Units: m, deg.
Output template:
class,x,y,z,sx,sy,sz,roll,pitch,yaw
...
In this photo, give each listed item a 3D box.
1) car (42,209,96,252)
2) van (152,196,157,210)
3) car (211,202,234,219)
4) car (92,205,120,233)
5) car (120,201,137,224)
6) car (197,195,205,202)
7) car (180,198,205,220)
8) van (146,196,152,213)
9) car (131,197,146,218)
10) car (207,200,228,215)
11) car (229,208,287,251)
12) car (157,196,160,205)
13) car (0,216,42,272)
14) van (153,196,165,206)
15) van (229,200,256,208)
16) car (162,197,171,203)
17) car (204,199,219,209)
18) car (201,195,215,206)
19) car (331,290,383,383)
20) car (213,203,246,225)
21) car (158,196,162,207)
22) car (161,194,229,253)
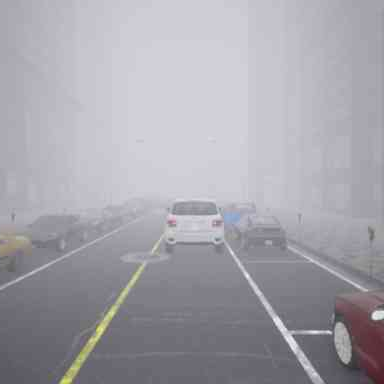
class,x,y,z,sx,sy,sz,roll,pitch,yaw
car,-5.768,1.605,14.088,1.947,1.339,4.313,0,0,0
van,-5.776,1.473,42.272,1.690,1.788,3.998,0,0,0
car,2.752,1.675,31.016,1.802,1.307,4.206,0,0,0
car,-5.769,1.638,19.725,1.802,1.307,4.206,0,0,0
car,-5.771,1.640,25.362,1.947,1.339,4.313,0,0,0
car,2.363,1.673,88.663,2.097,1.767,4.553,0,0,0
car,0.077,1.442,30.059,2.097,1.767,4.553,0,0,0
van,-5.775,1.453,36.635,1.690,1.788,3.998,0,0,0
car,-5.773,1.533,30.999,1.967,1.590,4.097,0,0,0
car,2.751,1.663,36.653,2.008,1.369,4.403,0,0,0
car,2.757,1.590,14.107,2.008,1.369,4.403,0,0,0
car,-5.779,1.488,53.544,2.192,1.841,5.009,0,0,0
car,-5.766,1.548,8.282,1.752,1.417,4.829,0,0,0
van,-5.781,1.536,59.180,1.690,1.788,3.998,0,0,0
van,2.755,1.397,19.744,1.690,1.788,3.998,0,0,0
car,-5.785,1.809,76.090,1.887,1.381,4.507,0,0,0
car,2.748,1.698,47.925,1.887,1.381,4.507,0,0,0
car,2.744,1.511,59.198,2.192,1.841,5.009,0,0,0
car,2.760,1.553,2.835,1.887,1.381,4.507,0,0,0
car,2.754,1.625,25.380,2.008,1.369,4.403,0,0,0
car,-3.100,1.622,45.560,1.882,1.535,5.008,0,0,0
car,0.079,1.260,14.082,2.150,2.045,5.566,0,0,0
